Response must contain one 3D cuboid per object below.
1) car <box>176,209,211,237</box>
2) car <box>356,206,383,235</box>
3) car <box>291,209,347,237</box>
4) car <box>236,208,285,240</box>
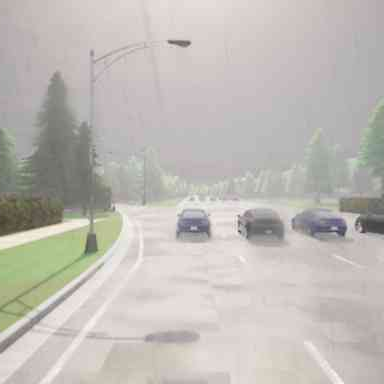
[{"bbox_3d":[0.095,1.671,18.919,1.812,1.442,4.674,0,0,0],"label":"car"},{"bbox_3d":[10.594,1.488,17.589,2.097,1.767,4.553,0,0,0],"label":"car"},{"bbox_3d":[7.094,1.672,18.890,1.812,1.442,4.674,0,0,0],"label":"car"},{"bbox_3d":[3.595,1.643,17.969,1.837,1.490,4.892,0,0,0],"label":"car"}]
